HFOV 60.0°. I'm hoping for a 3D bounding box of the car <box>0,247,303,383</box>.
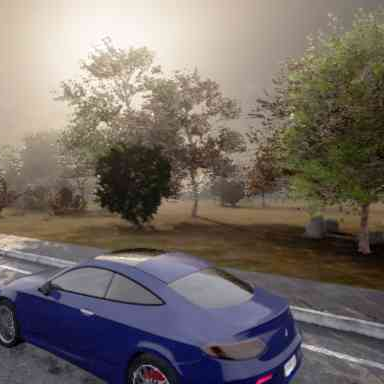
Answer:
[{"bbox_3d":[-0.904,1.525,4.616,4.674,1.442,1.812,0,0,35],"label":"car"}]
